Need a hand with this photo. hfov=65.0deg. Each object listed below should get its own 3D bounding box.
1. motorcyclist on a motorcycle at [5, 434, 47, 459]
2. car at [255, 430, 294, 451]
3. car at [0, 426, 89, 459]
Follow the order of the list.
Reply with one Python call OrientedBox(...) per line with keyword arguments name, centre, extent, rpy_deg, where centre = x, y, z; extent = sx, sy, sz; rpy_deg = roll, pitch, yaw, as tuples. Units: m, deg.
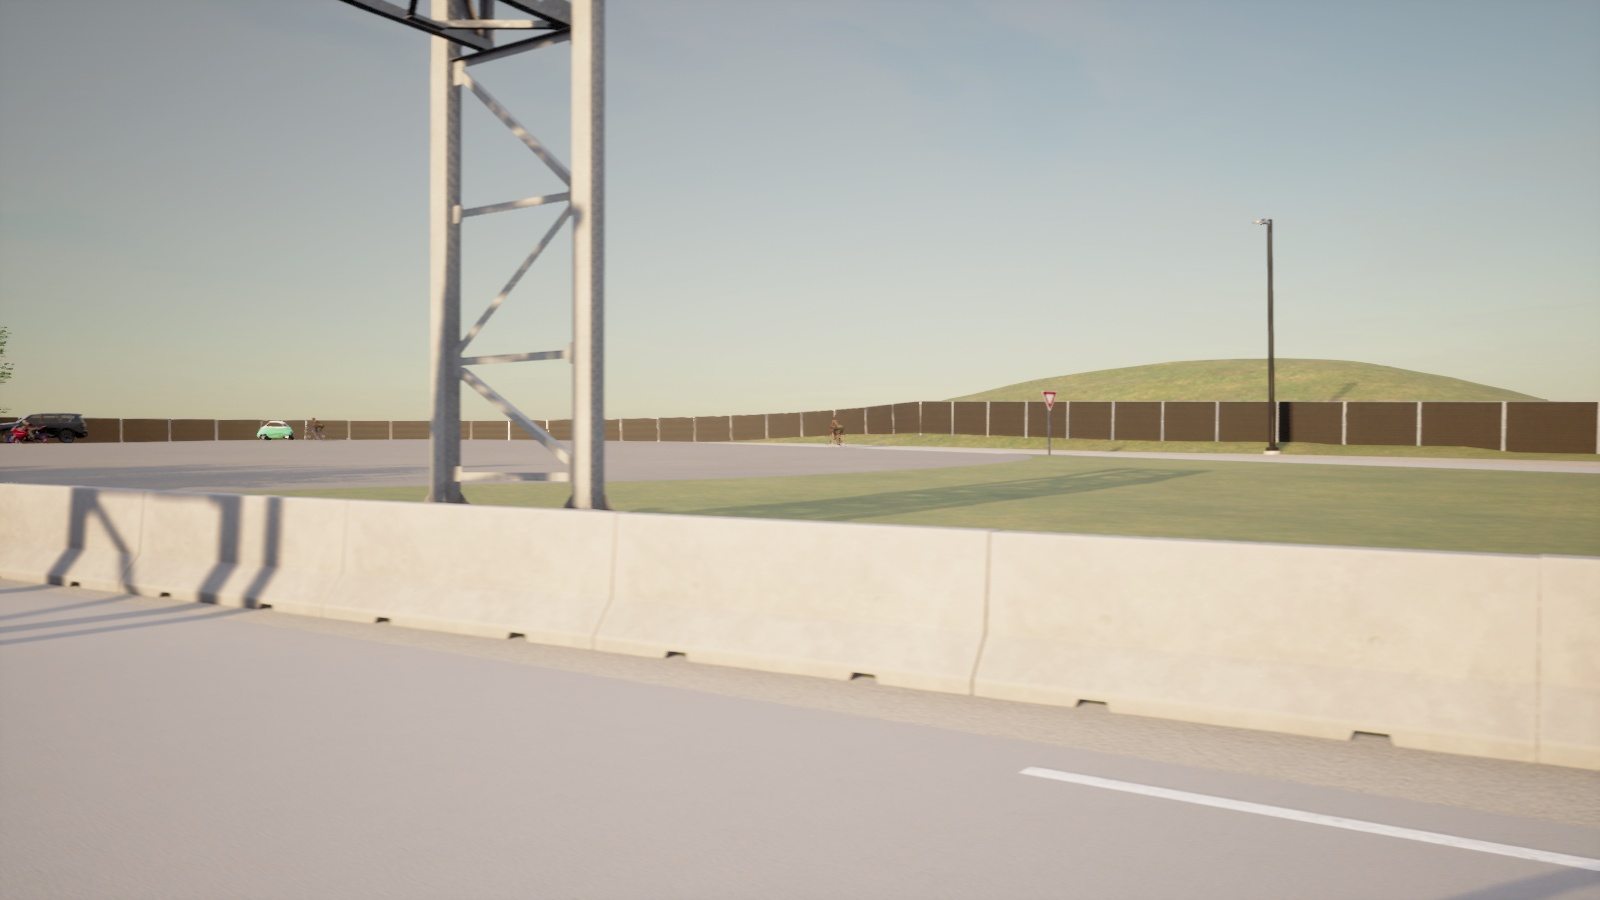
OrientedBox(name="motorcyclist on a motorcycle", centre=(-48.875, -0.208, 79.341), extent=(2.191, 1.530, 0.866), rpy_deg=(-2, 0, -34))
OrientedBox(name="car", centre=(-36.866, -0.685, 88.172), extent=(2.207, 1.376, 1.481), rpy_deg=(-2, 0, -10))
OrientedBox(name="car", centre=(-50.118, -0.491, 82.724), extent=(5.566, 2.045, 2.150), rpy_deg=(-2, 0, -32))
